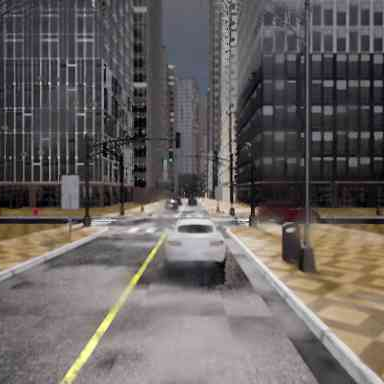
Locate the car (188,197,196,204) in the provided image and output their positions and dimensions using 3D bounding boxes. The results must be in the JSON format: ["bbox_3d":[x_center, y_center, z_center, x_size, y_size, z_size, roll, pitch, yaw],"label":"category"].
[{"bbox_3d":[0.094,2.048,81.293,1.882,1.535,5.008,0,0,0],"label":"car"}]

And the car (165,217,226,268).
[{"bbox_3d":[0.110,1.599,11.432,1.812,1.442,4.674,0,0,0],"label":"car"}]

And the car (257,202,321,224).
[{"bbox_3d":[7.430,1.523,25.424,4.553,1.767,2.097,0,1,-7],"label":"car"}]

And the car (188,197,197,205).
[{"bbox_3d":[0.082,2.000,70.875,1.837,1.490,4.892,0,0,0],"label":"car"}]

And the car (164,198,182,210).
[{"bbox_3d":[-3.024,1.826,49.177,2.128,1.511,4.902,0,0,0],"label":"car"}]
